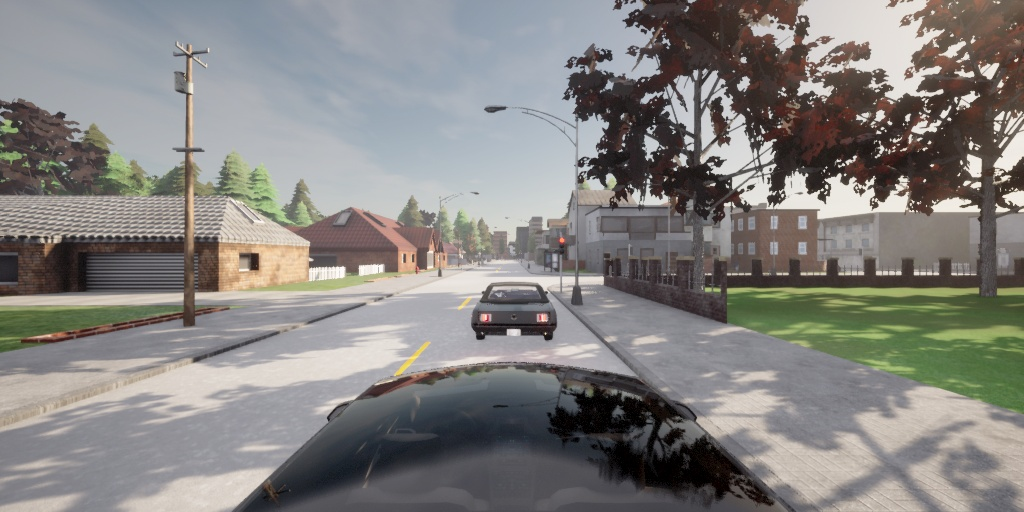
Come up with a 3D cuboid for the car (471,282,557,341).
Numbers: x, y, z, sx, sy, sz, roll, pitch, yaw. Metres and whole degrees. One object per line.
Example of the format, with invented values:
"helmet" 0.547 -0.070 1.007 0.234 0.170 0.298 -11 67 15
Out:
"car" 0.078 1.351 9.906 1.895 1.301 4.718 0 0 1
